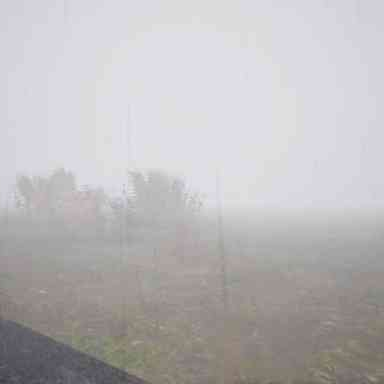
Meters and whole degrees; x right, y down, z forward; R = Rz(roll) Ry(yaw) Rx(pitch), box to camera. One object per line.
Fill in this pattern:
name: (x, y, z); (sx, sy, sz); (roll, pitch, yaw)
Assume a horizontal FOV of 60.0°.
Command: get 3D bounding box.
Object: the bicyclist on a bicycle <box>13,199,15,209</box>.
bicyclist on a bicycle: (-25.001, 1.582, 47.244); (1.656, 1.620, 0.582); (0, -1, 36)
